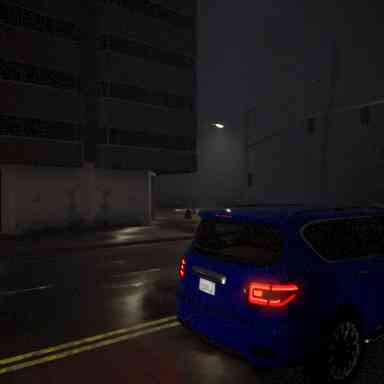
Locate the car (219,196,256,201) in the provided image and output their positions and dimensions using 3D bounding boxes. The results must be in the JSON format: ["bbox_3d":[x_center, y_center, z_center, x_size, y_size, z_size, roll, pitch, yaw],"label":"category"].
[{"bbox_3d":[5.405,1.491,33.789,2.128,1.511,4.902,0,0,-36],"label":"car"}]

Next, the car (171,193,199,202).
[{"bbox_3d":[-1.252,1.222,48.899,2.150,2.045,5.566,0,0,-34],"label":"car"}]

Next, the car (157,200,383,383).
[{"bbox_3d":[2.380,1.221,5.507,5.566,2.045,2.150,0,0,-35],"label":"car"}]

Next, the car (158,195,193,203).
[{"bbox_3d":[-2.655,1.547,44.839,2.033,1.411,5.357,0,0,-36],"label":"car"}]

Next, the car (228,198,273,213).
[{"bbox_3d":[6.610,1.491,38.073,2.128,1.511,4.902,0,0,-36],"label":"car"}]

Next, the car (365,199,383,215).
[{"bbox_3d":[20.187,1.478,33.144,5.008,1.535,1.882,0,2,19],"label":"car"}]
